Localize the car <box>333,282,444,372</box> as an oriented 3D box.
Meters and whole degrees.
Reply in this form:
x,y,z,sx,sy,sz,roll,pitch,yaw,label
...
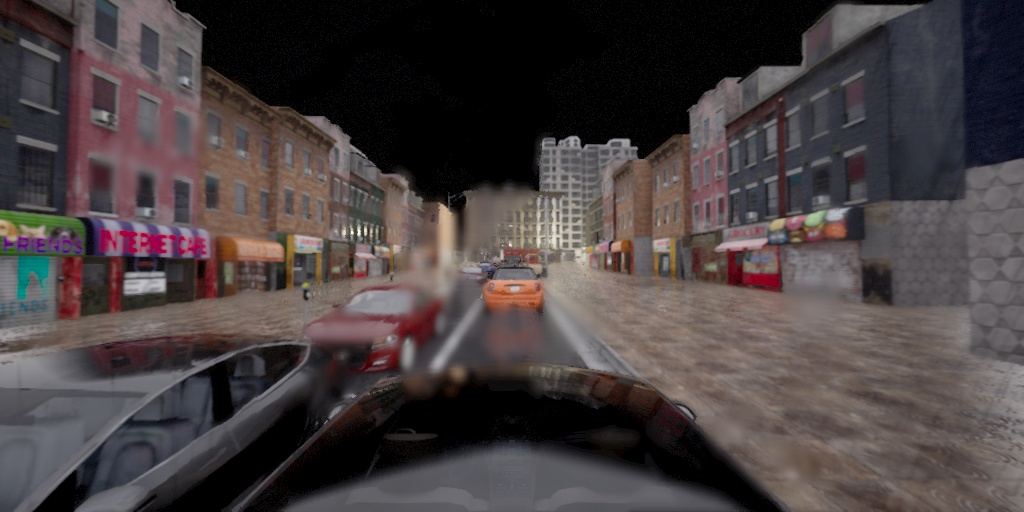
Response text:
x,y,z,sx,sy,sz,roll,pitch,yaw,label
-2.636,1.300,7.704,1.888,1.381,4.507,0,0,0,car

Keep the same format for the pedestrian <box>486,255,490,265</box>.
x,y,z,sx,sy,sz,roll,pitch,yaw,label
-2.747,0.840,40.521,0.375,1.860,0.375,-1,-1,0,pedestrian

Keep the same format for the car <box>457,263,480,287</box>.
x,y,z,sx,sy,sz,roll,pitch,yaw,label
-2.635,1.353,24.302,1.802,1.307,4.207,0,0,0,car

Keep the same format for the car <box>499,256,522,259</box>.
x,y,z,sx,sy,sz,roll,pitch,yaw,label
0.100,1.009,36.586,2.150,2.045,5.566,0,0,0,car

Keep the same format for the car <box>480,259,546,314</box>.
x,y,z,sx,sy,sz,roll,pitch,yaw,label
0.101,1.113,13.955,2.097,1.767,4.553,0,0,0,car

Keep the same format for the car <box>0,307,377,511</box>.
x,y,z,sx,sy,sz,roll,pitch,yaw,label
-2.637,1.316,2.172,1.948,1.339,4.313,0,0,0,car

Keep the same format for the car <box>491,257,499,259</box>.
x,y,z,sx,sy,sz,roll,pitch,yaw,label
-2.632,1.141,57.495,2.192,1.841,5.009,0,0,0,car
